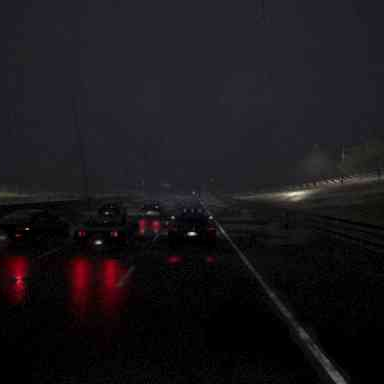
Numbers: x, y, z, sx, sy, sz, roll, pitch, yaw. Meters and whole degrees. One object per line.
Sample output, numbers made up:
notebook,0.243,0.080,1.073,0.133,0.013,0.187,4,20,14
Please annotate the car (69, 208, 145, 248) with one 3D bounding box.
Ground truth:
car,-3.499,1.597,14.676,1.895,1.301,4.718,0,0,0

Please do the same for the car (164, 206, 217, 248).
car,0.001,1.553,14.643,1.994,1.385,4.181,0,0,0

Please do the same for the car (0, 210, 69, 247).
car,-6.999,1.514,14.648,1.812,1.442,4.674,0,0,0

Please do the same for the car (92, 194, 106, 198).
car,-20.756,1.329,75.937,1.812,1.442,4.674,0,0,0

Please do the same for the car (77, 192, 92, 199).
car,-24.256,1.030,75.923,2.150,2.045,5.566,0,0,0

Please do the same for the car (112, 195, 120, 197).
car,-17.256,1.344,75.921,2.033,1.411,5.357,0,0,0

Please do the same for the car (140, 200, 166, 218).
car,-3.467,1.440,29.624,2.128,1.511,4.902,0,0,0

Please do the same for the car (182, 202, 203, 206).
car,0.033,1.561,29.641,1.895,1.301,4.718,0,0,0

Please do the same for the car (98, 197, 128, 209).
car,-6.967,1.462,29.636,1.837,1.490,4.892,0,0,0
